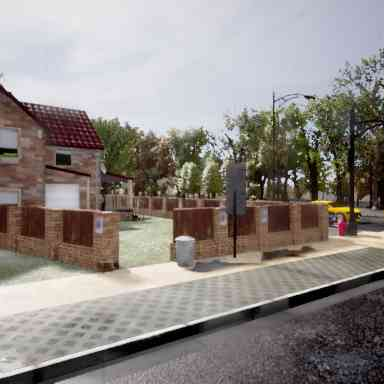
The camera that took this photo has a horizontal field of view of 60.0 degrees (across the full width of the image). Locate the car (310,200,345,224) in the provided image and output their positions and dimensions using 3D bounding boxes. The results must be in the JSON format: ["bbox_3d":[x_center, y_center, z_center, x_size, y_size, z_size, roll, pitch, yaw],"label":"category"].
[{"bbox_3d":[7.828,1.469,23.359,1.812,1.442,4.674,0,0,-35],"label":"car"}]

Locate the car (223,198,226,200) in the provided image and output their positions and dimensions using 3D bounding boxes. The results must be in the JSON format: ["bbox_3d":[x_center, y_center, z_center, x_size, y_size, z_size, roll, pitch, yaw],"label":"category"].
[{"bbox_3d":[4.276,1.396,33.950,2.128,1.511,4.902,0,0,-35],"label":"car"}]

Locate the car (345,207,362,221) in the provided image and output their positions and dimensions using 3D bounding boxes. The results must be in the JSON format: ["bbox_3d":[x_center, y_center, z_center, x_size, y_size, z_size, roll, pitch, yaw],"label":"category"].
[{"bbox_3d":[10.318,1.423,25.468,1.882,1.535,5.008,0,0,-35],"label":"car"}]
